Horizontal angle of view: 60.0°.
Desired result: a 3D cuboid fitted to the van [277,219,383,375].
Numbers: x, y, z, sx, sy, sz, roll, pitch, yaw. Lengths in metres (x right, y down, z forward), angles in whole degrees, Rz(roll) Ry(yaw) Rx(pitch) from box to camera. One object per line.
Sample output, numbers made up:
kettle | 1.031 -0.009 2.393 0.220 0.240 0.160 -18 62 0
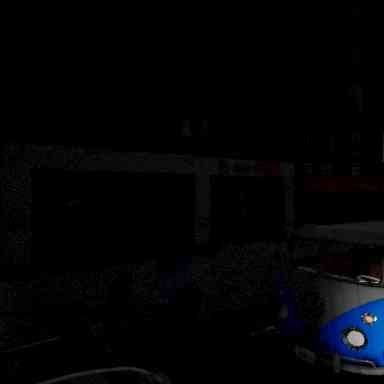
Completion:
van | 2.994 1.330 5.017 3.998 1.788 1.690 0 0 -36

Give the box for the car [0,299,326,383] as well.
car | -1.475 1.540 1.808 4.403 1.369 2.008 0 0 -36
